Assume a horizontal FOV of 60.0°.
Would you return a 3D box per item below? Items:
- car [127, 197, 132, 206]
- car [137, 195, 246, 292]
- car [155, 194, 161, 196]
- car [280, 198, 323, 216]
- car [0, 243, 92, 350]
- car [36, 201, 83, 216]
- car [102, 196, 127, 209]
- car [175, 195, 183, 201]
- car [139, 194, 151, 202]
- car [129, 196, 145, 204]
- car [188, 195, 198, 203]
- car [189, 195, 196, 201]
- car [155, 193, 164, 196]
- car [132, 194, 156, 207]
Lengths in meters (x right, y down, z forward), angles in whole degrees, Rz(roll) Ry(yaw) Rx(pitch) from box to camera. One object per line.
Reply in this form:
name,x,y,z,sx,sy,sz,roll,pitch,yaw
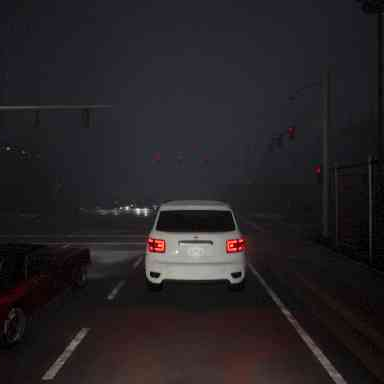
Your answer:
car,-10.483,1.491,53.748,2.128,1.511,4.902,0,0,0
car,0.090,1.221,9.097,2.150,2.045,5.566,0,0,0
car,-6.959,1.525,58.242,1.812,1.442,4.674,0,0,0
car,11.018,1.409,32.677,4.553,1.767,2.097,0,0,0
car,-3.430,1.601,6.173,1.895,1.301,4.718,0,0,1
car,-12.948,1.599,32.675,4.181,1.385,1.994,0,0,0
car,-10.505,1.352,44.595,2.097,1.767,4.553,0,0,0
car,-3.327,1.540,86.037,2.033,1.411,5.357,0,0,0
car,-10.353,1.354,73.188,2.097,1.767,4.553,0,0,0
car,-10.424,1.491,63.140,2.128,1.511,4.902,0,0,1
car,0.157,1.522,74.294,2.128,1.511,4.902,0,0,0
car,0.173,1.524,86.152,1.812,1.442,4.674,0,0,0
car,-6.862,1.221,68.956,2.150,2.045,5.566,0,0,0
car,-6.989,1.491,48.983,2.128,1.511,4.902,0,0,0
